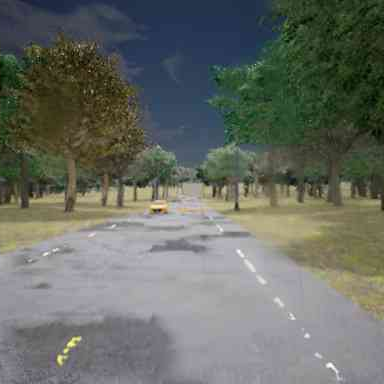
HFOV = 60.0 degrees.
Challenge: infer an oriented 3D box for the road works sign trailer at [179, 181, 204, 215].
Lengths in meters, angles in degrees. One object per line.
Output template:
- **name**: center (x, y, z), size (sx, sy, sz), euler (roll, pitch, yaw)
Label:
- **road works sign trailer**: center (0.071, 0.658, 35.740), size (2.380, 3.560, 2.880), euler (0, -1, -2)

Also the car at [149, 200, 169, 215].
- **car**: center (-3.589, 1.691, 37.042), size (1.882, 1.535, 5.008), euler (0, -1, 0)
